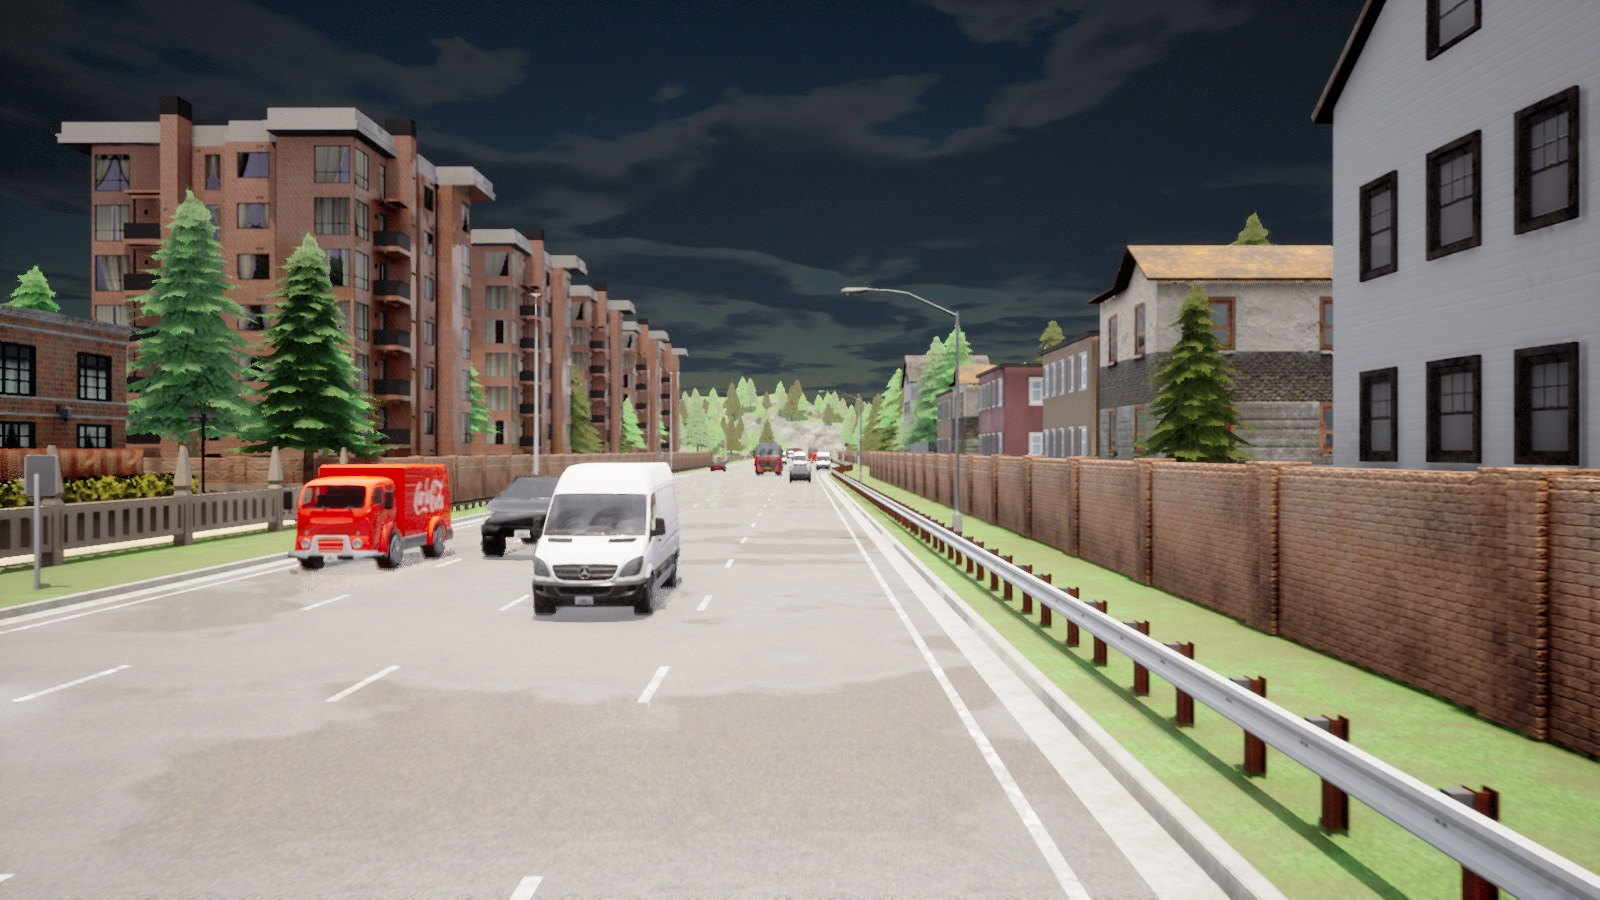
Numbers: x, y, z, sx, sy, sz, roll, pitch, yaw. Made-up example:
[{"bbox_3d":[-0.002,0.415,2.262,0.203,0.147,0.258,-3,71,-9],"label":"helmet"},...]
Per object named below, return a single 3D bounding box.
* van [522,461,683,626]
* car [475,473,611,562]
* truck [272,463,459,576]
[{"bbox_3d":[-3.494,1.538,21.415,1.988,2.561,5.915,0,0,0],"label":"van"},{"bbox_3d":[-6.999,1.762,31.901,2.390,2.098,6.274,0,0,0],"label":"car"},{"bbox_3d":[-10.500,1.576,28.147,2.627,2.467,5.204,0,0,0],"label":"truck"}]
